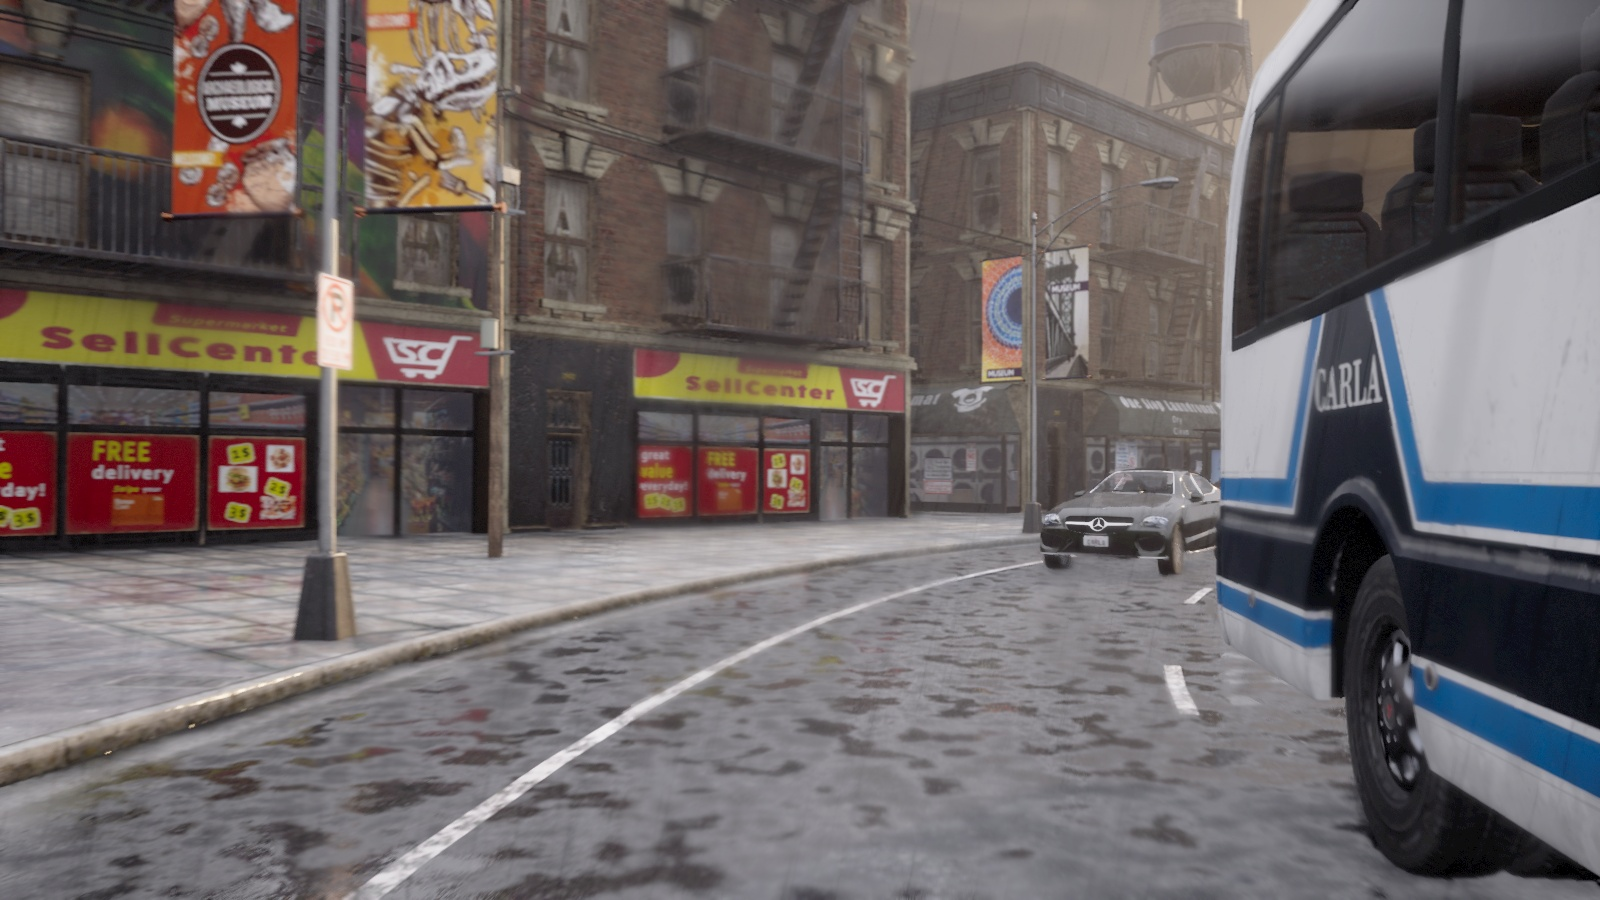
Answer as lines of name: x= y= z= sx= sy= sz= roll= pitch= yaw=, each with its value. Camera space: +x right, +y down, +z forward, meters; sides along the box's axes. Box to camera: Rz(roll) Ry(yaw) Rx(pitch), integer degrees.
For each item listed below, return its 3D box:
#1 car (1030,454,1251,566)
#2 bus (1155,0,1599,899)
car: x=5.879 y=0.931 z=21.208 sx=2.152 sy=1.651 sz=5.027 roll=-1 pitch=-1 yaw=33
bus: x=3.484 y=-0.535 z=2.218 sx=3.944 sy=4.253 sz=10.273 roll=-1 pitch=-1 yaw=7
